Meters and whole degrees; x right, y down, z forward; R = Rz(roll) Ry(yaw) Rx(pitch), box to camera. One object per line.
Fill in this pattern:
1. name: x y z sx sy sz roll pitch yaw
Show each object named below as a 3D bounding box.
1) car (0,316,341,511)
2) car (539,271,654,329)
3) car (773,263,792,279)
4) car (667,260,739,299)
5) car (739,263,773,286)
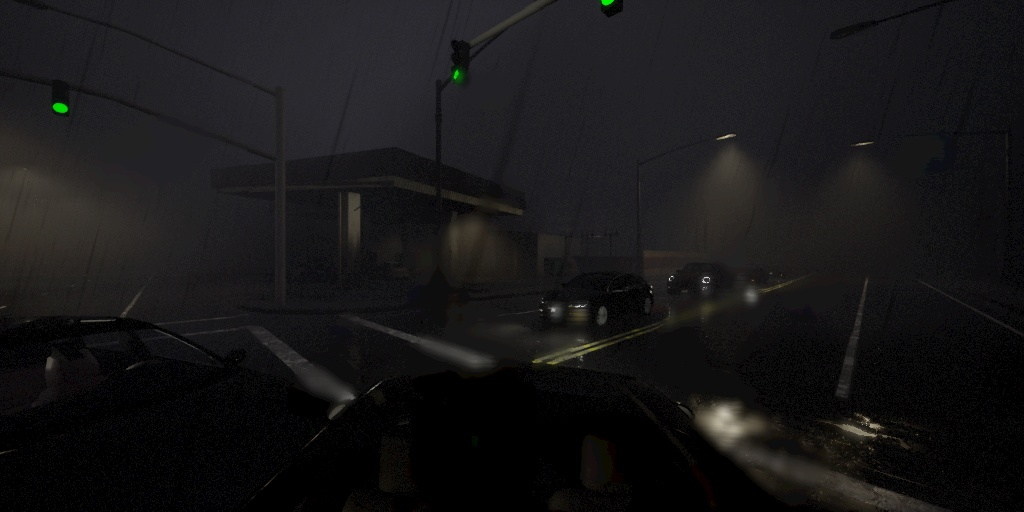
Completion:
1. car: -3.420 1.242 2.520 4.902 1.511 2.128 0 0 15
2. car: 2.883 1.255 11.538 1.837 1.490 4.892 0 0 45
3. car: 23.784 1.314 32.344 4.181 1.385 1.994 0 0 -45
4. car: 9.722 1.102 18.382 4.553 1.767 2.097 0 0 -45
5. car: 16.650 1.314 25.292 1.994 1.385 4.181 0 0 44
